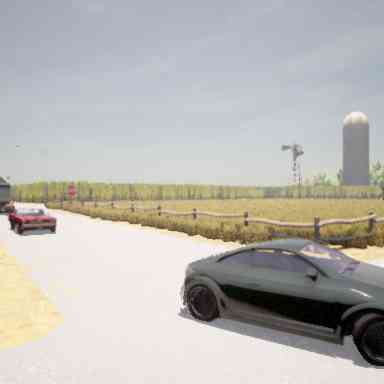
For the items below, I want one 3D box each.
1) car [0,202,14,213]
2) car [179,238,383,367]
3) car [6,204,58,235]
[{"bbox_3d":[-18.757,1.411,32.738,1.882,1.535,5.008,0,0,-35],"label":"car"},{"bbox_3d":[1.852,1.555,5.768,4.181,1.385,1.994,0,0,33],"label":"car"},{"bbox_3d":[-9.162,1.593,19.041,1.895,1.301,4.718,0,0,-35],"label":"car"}]
